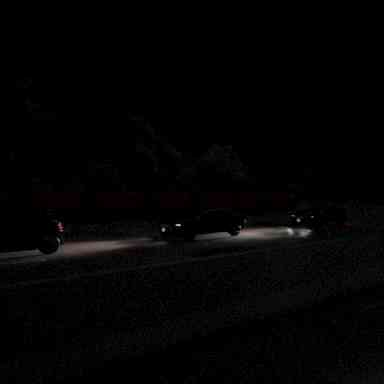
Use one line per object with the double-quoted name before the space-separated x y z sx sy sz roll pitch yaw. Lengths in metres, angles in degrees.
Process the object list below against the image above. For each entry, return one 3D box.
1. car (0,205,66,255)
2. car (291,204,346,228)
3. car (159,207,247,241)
"car" -7.018 1.359 11.865 4.553 1.767 2.097 0 0 -35
"car" 8.941 1.619 23.412 4.902 1.511 2.128 0 0 -38
"car" 0.652 1.556 17.281 4.902 1.511 2.128 0 0 -35
